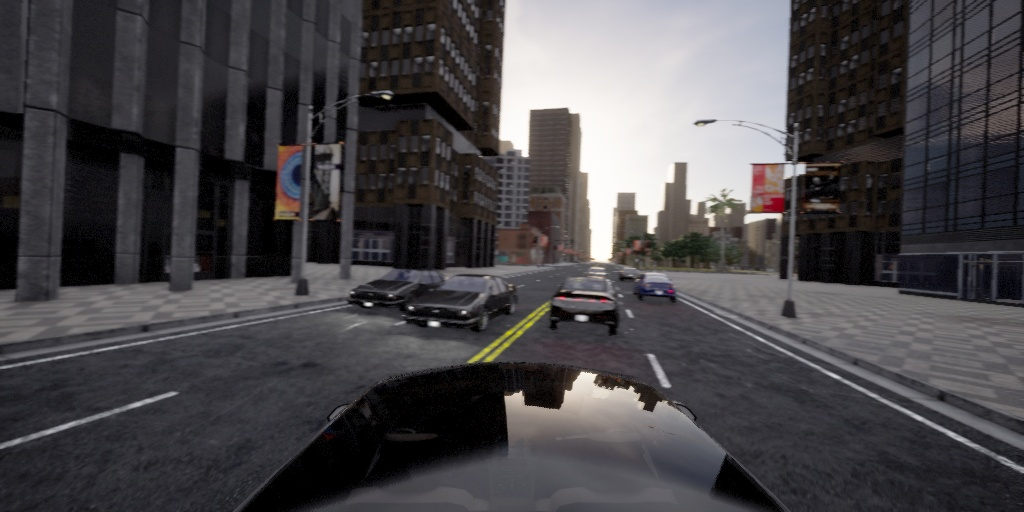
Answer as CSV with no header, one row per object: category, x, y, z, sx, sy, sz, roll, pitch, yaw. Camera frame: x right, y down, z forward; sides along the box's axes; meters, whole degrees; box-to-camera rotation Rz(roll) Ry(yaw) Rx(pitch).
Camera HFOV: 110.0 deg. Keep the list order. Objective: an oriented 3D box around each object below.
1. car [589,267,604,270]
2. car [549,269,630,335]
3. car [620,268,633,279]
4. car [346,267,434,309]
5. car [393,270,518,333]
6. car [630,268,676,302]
car,6.989,1.663,29.731,2.033,1.411,5.357,2,0,14
car,2.342,1.364,11.294,2.128,1.511,4.902,2,0,14
car,12.435,1.935,38.061,1.994,1.385,4.181,2,0,14
car,-3.833,1.159,13.791,2.033,1.411,5.357,2,0,14
car,-1.177,1.268,11.110,2.033,1.411,5.357,2,0,15
car,7.898,1.659,20.047,1.812,1.442,4.674,2,0,14
